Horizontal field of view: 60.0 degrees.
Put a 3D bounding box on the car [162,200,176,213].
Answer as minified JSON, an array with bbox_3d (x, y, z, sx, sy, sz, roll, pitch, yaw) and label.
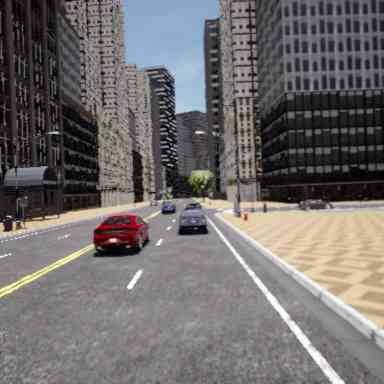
[{"bbox_3d":[-3.294,2.292,47.986,1.994,1.385,4.181,-2,0,0],"label":"car"}]

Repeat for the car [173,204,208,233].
[{"bbox_3d":[0.060,1.807,22.081,2.033,1.411,5.357,-2,-1,0],"label":"car"}]

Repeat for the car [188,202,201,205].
[{"bbox_3d":[0.362,1.968,37.830,1.837,1.490,4.892,-4,-1,6],"label":"car"}]

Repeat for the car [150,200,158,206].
[{"bbox_3d":[-10.082,3.011,88.537,2.128,1.511,4.902,-2,-1,0],"label":"car"}]

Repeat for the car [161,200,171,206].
[{"bbox_3d":[-6.835,2.872,88.553,2.128,1.511,4.902,-2,-1,0],"label":"car"}]

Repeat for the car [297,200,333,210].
[{"bbox_3d":[15.788,1.657,42.687,4.403,1.369,2.008,-2,0,-1],"label":"car"}]

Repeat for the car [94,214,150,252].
[{"bbox_3d":[-3.157,1.799,15.710,1.882,1.535,5.008,-2,-1,0],"label":"car"}]
